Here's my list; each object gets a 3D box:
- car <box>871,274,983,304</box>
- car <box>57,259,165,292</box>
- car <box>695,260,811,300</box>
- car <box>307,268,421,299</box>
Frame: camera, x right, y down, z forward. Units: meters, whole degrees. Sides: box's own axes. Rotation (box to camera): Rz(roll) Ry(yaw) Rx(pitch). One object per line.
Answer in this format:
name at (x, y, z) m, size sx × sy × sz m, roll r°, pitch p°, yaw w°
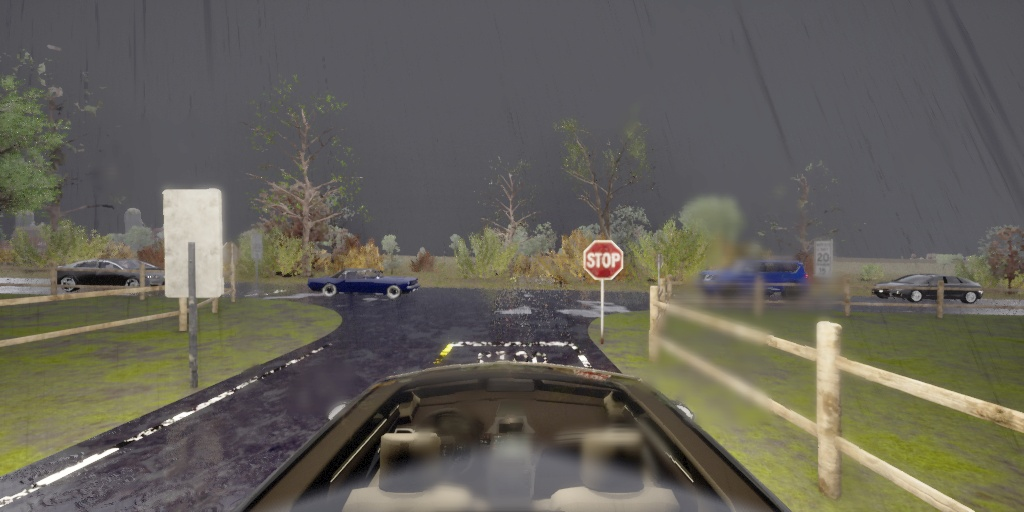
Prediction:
car at (22.870, 1.749, 19.846) m, size 4.892 × 1.490 × 1.837 m, roll 1°, pitch 1°, yaw 0°
car at (-18.487, 0.885, 16.953) m, size 4.902 × 1.511 × 2.128 m, roll 1°, pitch 1°, yaw 0°
car at (13.250, 1.260, 19.855) m, size 5.566 × 2.045 × 2.150 m, roll 1°, pitch 1°, yaw 0°
car at (-6.819, 1.249, 16.935) m, size 4.718 × 1.301 × 1.895 m, roll 1°, pitch 1°, yaw 0°
